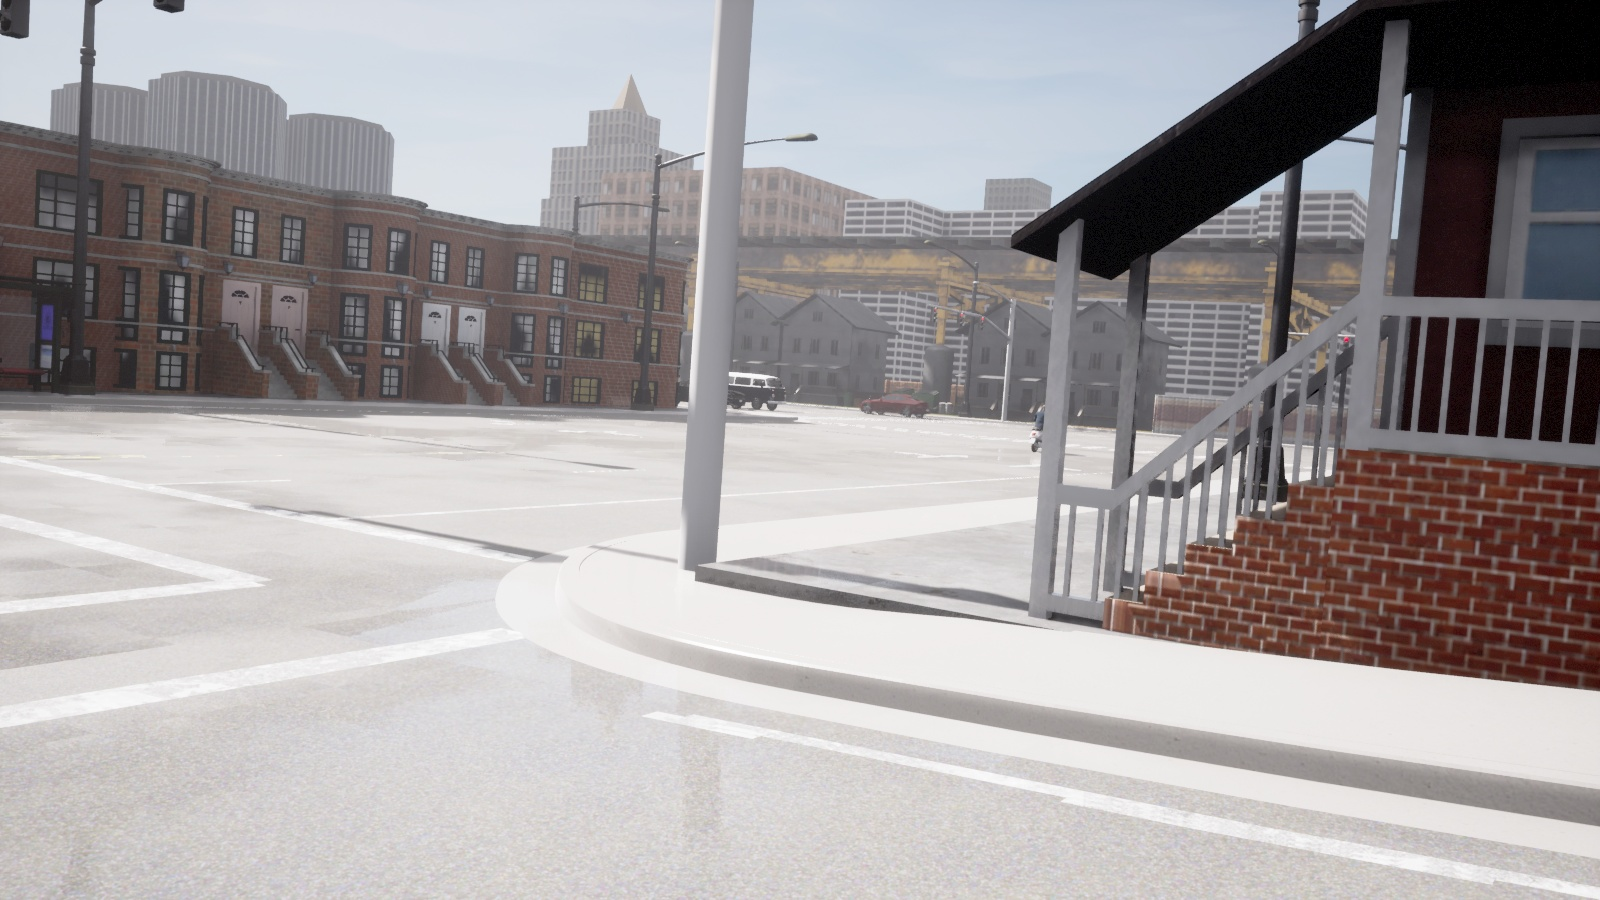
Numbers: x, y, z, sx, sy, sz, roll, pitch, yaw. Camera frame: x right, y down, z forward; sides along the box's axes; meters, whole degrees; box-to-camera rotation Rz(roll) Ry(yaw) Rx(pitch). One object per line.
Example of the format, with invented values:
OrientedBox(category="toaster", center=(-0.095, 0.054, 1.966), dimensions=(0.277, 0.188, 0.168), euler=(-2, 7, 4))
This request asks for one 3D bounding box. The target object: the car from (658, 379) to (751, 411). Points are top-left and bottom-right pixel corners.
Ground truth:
OrientedBox(category="car", center=(-5.333, -3.072, 69.899), dimensions=(5.008, 1.535, 1.882), euler=(5, 4, 34))

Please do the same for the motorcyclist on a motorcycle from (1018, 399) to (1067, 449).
OrientedBox(category="motorcyclist on a motorcycle", center=(8.089, -0.857, 41.773), dimensions=(0.866, 1.590, 1.817), euler=(5, 4, 34))

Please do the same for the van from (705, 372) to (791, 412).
OrientedBox(category="van", center=(-3.010, -3.350, 72.557), dimensions=(4.480, 2.038, 2.069), euler=(5, 4, 34))

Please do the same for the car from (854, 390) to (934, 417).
OrientedBox(category="car", center=(5.905, -2.942, 79.224), dimensions=(4.674, 1.442, 1.812), euler=(5, 4, 34))
